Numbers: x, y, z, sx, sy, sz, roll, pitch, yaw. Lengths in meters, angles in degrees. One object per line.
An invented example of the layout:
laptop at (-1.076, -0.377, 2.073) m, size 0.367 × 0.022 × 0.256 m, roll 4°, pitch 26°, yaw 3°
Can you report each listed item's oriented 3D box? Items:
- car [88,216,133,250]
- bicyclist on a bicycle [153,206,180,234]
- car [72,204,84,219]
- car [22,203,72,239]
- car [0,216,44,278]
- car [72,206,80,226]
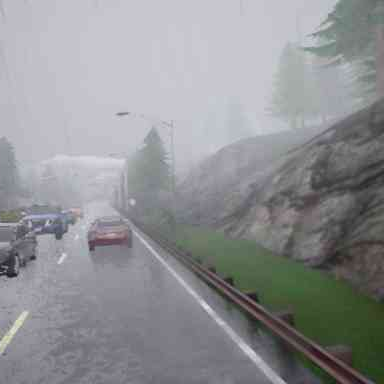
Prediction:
car at (-4.019, 1.868, 16.283) m, size 1.994 × 1.385 × 4.181 m, roll -2°, pitch -1°, yaw -15°
bicyclist on a bicycle at (-1.549, 1.694, 20.128) m, size 1.656 × 1.620 × 0.582 m, roll -3°, pitch 0°, yaw -15°
car at (-14.092, 2.254, 39.661) m, size 2.097 × 1.767 × 4.553 m, roll -2°, pitch -1°, yaw -15°
car at (-9.030, 1.746, 20.628) m, size 2.150 × 2.045 × 5.566 m, roll -2°, pitch -1°, yaw -15°
car at (-6.464, 1.839, 11.101) m, size 1.837 × 1.490 × 4.892 m, roll -2°, pitch -1°, yaw -15°
car at (-11.502, 2.273, 29.915) m, size 1.994 × 1.385 × 4.181 m, roll -2°, pitch -1°, yaw -15°
